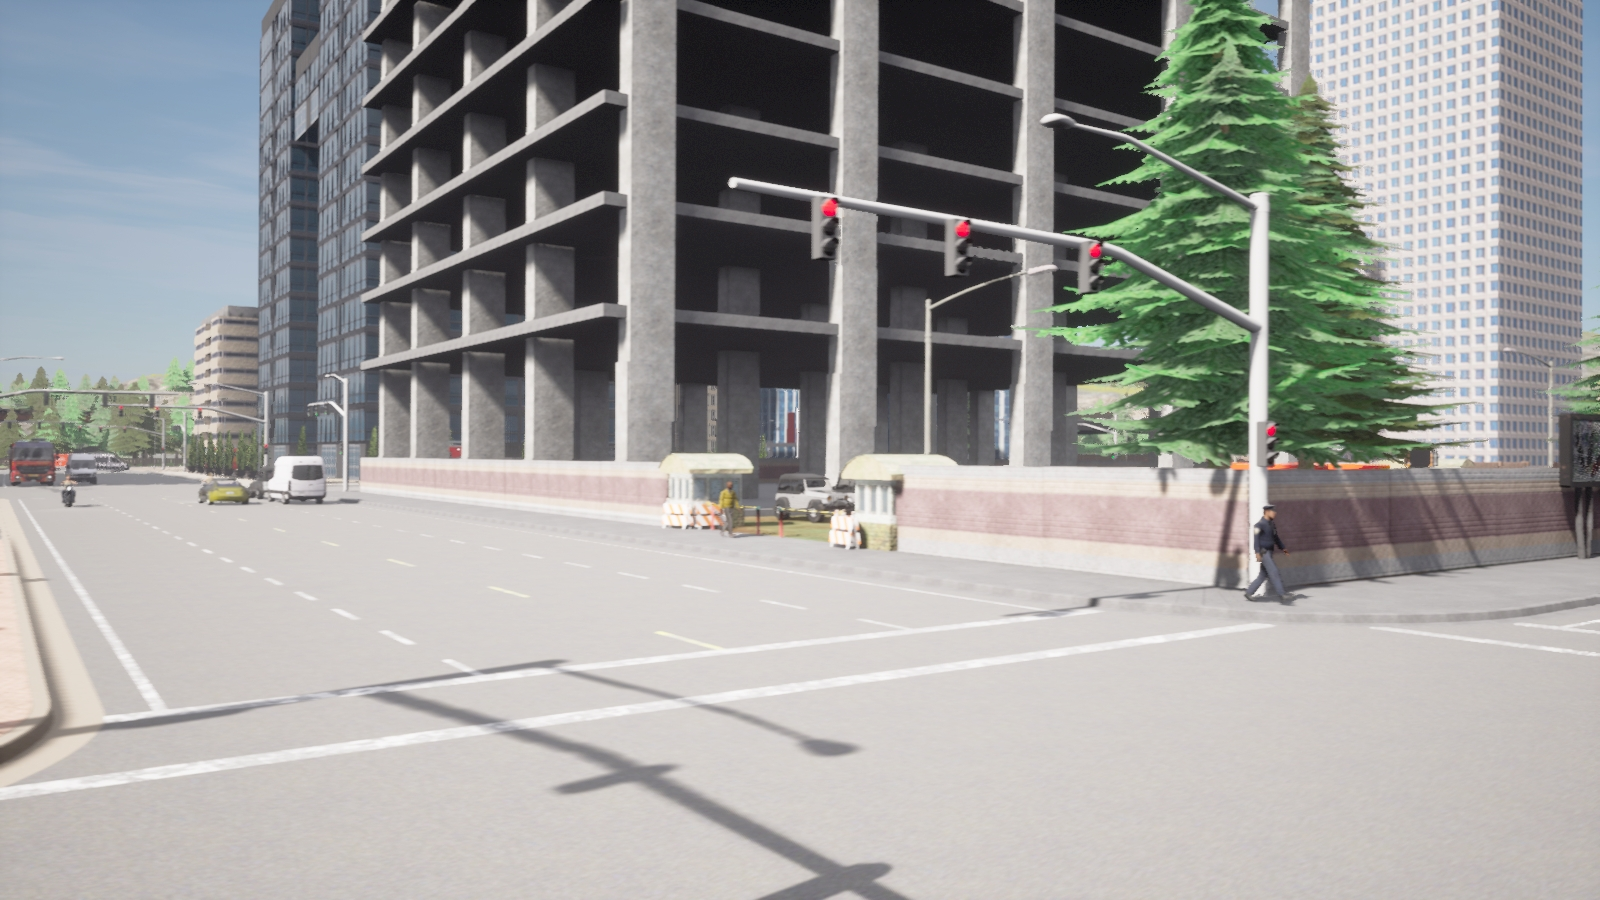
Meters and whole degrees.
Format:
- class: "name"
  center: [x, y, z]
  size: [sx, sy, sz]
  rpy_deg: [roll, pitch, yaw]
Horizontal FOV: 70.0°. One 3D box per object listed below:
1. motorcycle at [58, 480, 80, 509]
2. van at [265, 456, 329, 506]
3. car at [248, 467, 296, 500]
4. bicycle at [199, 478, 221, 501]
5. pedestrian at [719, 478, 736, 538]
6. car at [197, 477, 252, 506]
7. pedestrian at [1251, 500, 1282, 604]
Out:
- class: "motorcycle"
  center: [-35.925, 2.175, 56.132]
  size: [0.764, 1.307, 2.356]
  rpy_deg: [0, 0, -36]
- class: "van"
  center: [-27.585, 1.627, 62.546]
  size: [1.988, 2.561, 5.915]
  rpy_deg: [0, 0, -35]
- class: "car"
  center: [-31.440, 1.955, 67.979]
  size: [1.905, 1.878, 3.866]
  rpy_deg: [0, 0, -36]
- class: "bicycle"
  center: [-33.448, 2.230, 64.745]
  size: [0.859, 1.276, 1.487]
  rpy_deg: [0, 0, -36]
- class: "pedestrian"
  center: [-2.258, 1.803, 35.671]
  size: [0.375, 1.860, 0.375]
  rpy_deg: [0, 0, -34]
- class: "car"
  center: [-30.696, 2.188, 60.860]
  size: [1.994, 1.385, 4.181]
  rpy_deg: [0, 0, -35]
- class: "pedestrian"
  center: [8.482, 1.844, 20.788]
  size: [0.375, 1.860, 0.375]
  rpy_deg: [0, 0, -37]
